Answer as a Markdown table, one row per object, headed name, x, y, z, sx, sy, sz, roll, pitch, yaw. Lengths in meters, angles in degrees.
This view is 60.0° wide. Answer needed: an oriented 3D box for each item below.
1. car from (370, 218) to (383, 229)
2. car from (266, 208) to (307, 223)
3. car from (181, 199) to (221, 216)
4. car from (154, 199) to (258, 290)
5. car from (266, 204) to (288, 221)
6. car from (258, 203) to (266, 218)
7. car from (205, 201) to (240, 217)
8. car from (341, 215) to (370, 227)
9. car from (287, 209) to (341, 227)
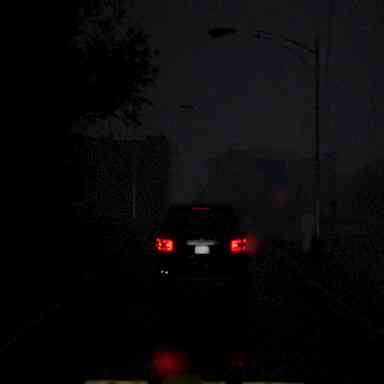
| name | x | y | z | sx | sy | sz | roll | pitch | yaw |
| --- | --- | --- | --- | --- | --- | --- | --- | --- | --- |
| car | 24.511 | 4.256 | 46.881 | 2.002 | 1.452 | 4.674 | 7 | -3 | -31 |
| car | 12.611 | 3.087 | 44.726 | 1.946 | 1.575 | 5.366 | 6 | -3 | -31 |
| car | 0.979 | 1.873 | 42.121 | 2.435 | 2.045 | 5.566 | 1 | -2 | -31 |
| car | 0.241 | 1.312 | 9.444 | 2.150 | 2.045 | 5.566 | 0 | -1 | 1 |
| car | 9.793 | 2.560 | 43.960 | 2.435 | 2.045 | 5.566 | 7 | -3 | -32 |
| car | 6.808 | 2.400 | 43.338 | 2.185 | 1.767 | 4.553 | 6 | -3 | -32 |
| car | 3.846 | 2.157 | 42.774 | 2.185 | 1.767 | 4.553 | 4 | -3 | -32 |
| car | 21.552 | 3.974 | 46.301 | 2.002 | 1.452 | 4.674 | 6 | -3 | -31 |
| car | 12.617 | 2.749 | 34.237 | 5.008 | 1.535 | 1.882 | 6 | -3 | -30 |
